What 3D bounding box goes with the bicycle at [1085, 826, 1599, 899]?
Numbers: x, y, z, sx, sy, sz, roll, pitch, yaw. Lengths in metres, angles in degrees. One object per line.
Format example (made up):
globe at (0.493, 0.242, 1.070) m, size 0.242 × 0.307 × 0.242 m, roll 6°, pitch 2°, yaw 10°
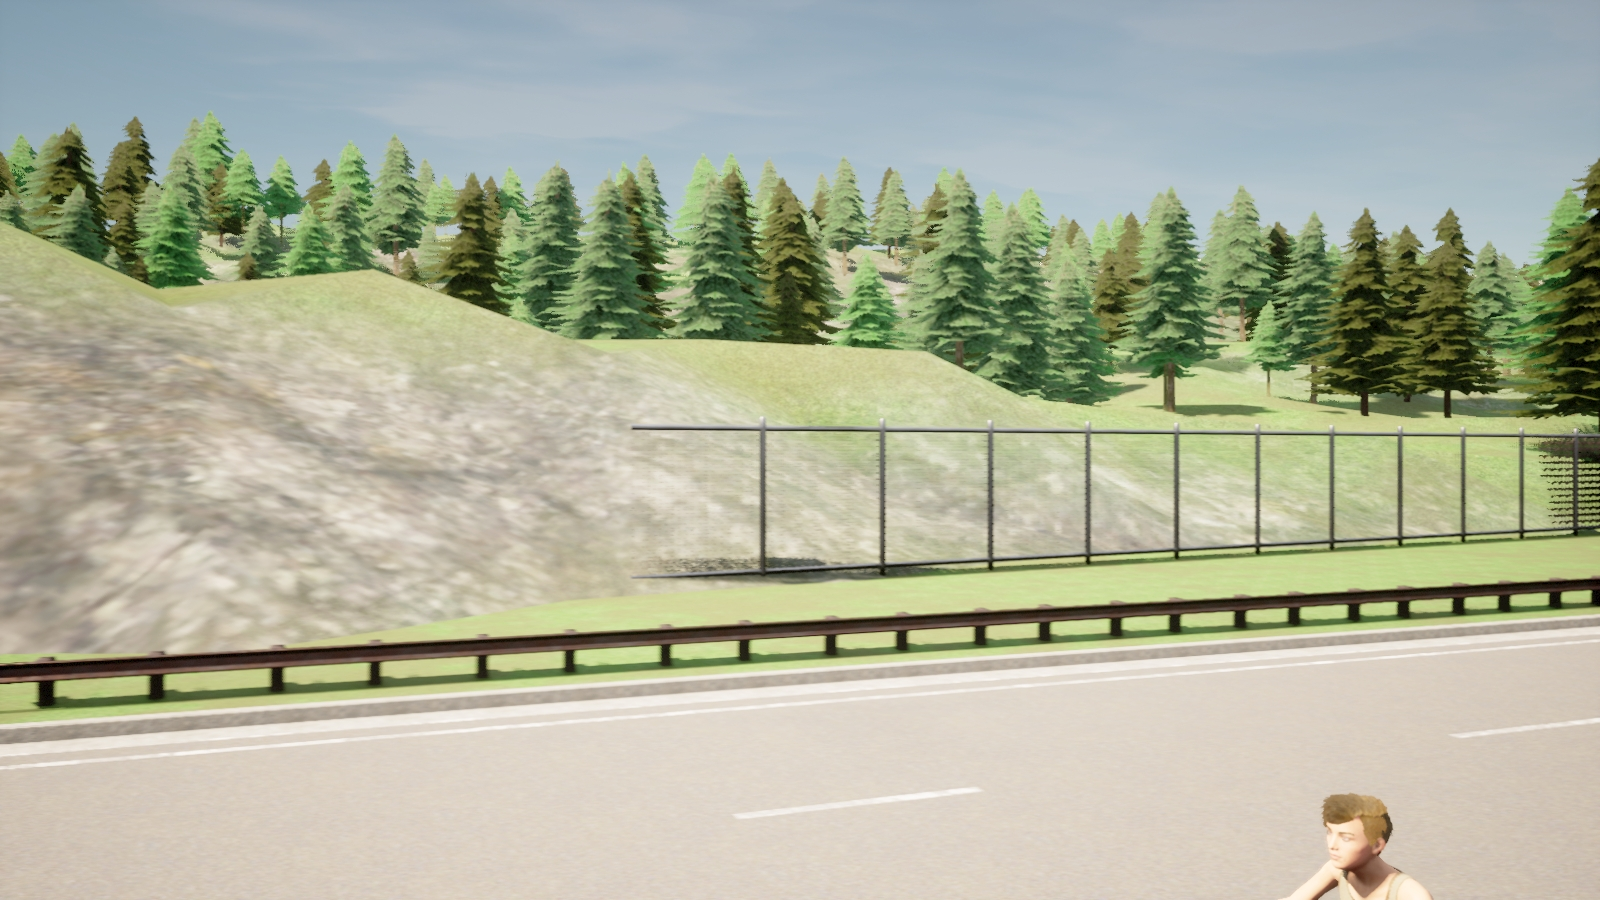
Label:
bicycle at (1.872, 2.158, 3.962) m, size 1.487 × 1.277 × 0.859 m, roll 0°, pitch 0°, yaw -20°
